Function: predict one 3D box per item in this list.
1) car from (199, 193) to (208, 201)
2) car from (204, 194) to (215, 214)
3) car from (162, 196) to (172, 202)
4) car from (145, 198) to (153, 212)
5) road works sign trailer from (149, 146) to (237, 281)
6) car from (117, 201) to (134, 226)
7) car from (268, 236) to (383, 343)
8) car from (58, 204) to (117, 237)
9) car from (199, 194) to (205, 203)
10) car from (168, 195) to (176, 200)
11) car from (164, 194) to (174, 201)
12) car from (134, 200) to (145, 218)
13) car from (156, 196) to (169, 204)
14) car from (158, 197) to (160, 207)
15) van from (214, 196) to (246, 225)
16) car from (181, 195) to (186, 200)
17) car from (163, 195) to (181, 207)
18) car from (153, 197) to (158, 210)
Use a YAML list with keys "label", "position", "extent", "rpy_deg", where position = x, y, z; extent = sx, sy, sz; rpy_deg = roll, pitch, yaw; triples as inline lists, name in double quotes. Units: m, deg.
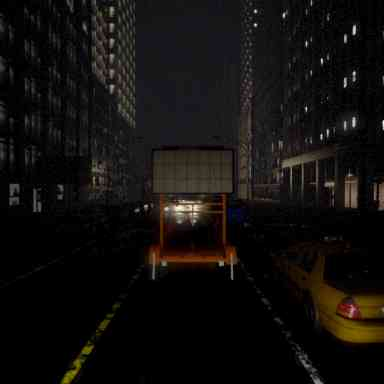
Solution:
- label: "car"
  position: [2.858, 1.293, 86.002]
  extent: [2.192, 1.841, 5.009]
  rpy_deg: [-1, 0, 0]
- label: "car"
  position: [2.752, 1.307, 34.849]
  extent: [2.192, 1.841, 5.009]
  rpy_deg: [-1, 0, 0]
- label: "car"
  position: [-5.543, 1.564, 74.651]
  extent: [1.802, 1.307, 4.206]
  rpy_deg: [-1, 0, 0]
- label: "car"
  position: [-5.626, 1.543, 34.866]
  extent: [2.008, 1.369, 4.403]
  rpy_deg: [-1, 0, 0]
- label: "road works sign trailer"
  position: [0.025, 0.462, 9.840]
  extent: [2.380, 3.560, 2.880]
  rpy_deg: [0, 0, 0]
- label: "car"
  position: [-5.649, 1.560, 23.499]
  extent: [1.947, 1.339, 4.313]
  rpy_deg: [-1, 0, 0]
- label: "car"
  position: [2.696, 1.524, 6.600]
  extent: [1.752, 1.417, 4.829]
  rpy_deg: [-1, 0, 0]
- label: "car"
  position: [-5.661, 1.547, 17.815]
  extent: [2.008, 1.369, 4.403]
  rpy_deg: [-1, 0, 0]
- label: "car"
  position: [2.814, 1.536, 63.267]
  extent: [2.008, 1.369, 4.403]
  rpy_deg: [-1, 0, 0]
- label: "car"
  position: [-5.508, 1.502, 91.533]
  extent: [1.752, 1.417, 4.829]
  rpy_deg: [-1, 0, 0]
- label: "car"
  position: [-5.532, 1.420, 80.335]
  extent: [1.967, 1.590, 4.097]
  rpy_deg: [-1, 0, 0]
- label: "car"
  position: [-5.637, 1.538, 29.183]
  extent: [1.887, 1.381, 4.507]
  rpy_deg: [-1, 0, 0]
- label: "car"
  position: [-5.567, 1.536, 63.284]
  extent: [2.008, 1.369, 4.403]
  rpy_deg: [-1, 0, 0]
- label: "car"
  position: [-5.591, 1.539, 51.917]
  extent: [2.008, 1.369, 4.403]
  rpy_deg: [-1, 0, 0]
- label: "van"
  position: [2.729, 1.336, 23.481]
  extent: [1.690, 1.788, 3.998]
  rpy_deg: [-1, 0, 0]
- label: "car"
  position: [-2.815, 1.484, 89.245]
  extent: [1.837, 1.490, 4.892]
  rpy_deg: [0, 0, 0]
- label: "car"
  position: [-2.983, 1.493, 49.521]
  extent: [1.837, 1.490, 4.892]
  rpy_deg: [0, 0, 0]
- label: "car"
  position: [-5.614, 1.573, 40.550]
  extent: [1.802, 1.307, 4.206]
  rpy_deg: [-1, 0, 0]
